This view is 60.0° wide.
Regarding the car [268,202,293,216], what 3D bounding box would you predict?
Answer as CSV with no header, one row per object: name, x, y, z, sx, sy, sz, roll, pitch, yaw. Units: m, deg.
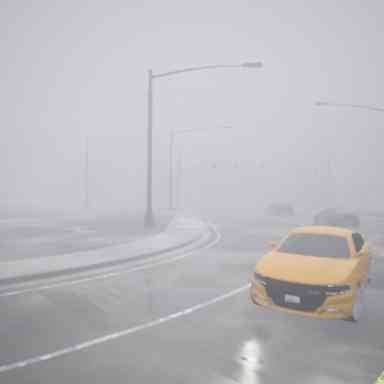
car,10.165,1.867,38.431,1.882,1.535,5.008,0,-1,-1

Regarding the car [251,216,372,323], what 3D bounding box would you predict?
car,3.019,1.563,7.750,1.882,1.535,5.008,1,0,32

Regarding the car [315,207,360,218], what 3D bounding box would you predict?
car,10.321,1.798,23.886,1.812,1.442,4.674,0,0,0
